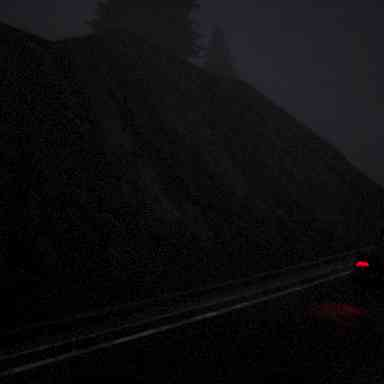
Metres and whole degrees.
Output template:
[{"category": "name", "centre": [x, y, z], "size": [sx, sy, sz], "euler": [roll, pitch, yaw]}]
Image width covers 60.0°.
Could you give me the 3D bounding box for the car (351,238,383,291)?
[{"category": "car", "centre": [5.905, 1.589, 8.248], "size": [5.357, 1.411, 2.033], "euler": [0, -1, -41]}]
